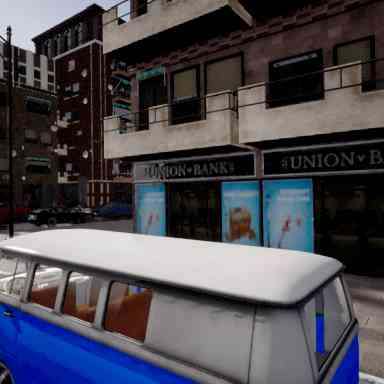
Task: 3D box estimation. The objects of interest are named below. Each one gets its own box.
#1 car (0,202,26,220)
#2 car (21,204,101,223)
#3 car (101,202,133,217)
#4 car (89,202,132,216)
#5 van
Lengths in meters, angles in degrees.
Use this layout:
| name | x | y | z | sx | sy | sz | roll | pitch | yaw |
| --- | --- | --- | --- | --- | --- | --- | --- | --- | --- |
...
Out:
| name | x | y | z | sx | sy | sz | roll | pitch | yaw |
| --- | --- | --- | --- | --- | --- | --- | --- | --- | --- |
| car | -15.479 | 1.609 | 27.310 | 1.967 | 1.590 | 4.097 | -2 | -1 | 36 |
| car | -8.708 | 1.583 | 22.369 | 1.947 | 1.339 | 4.313 | -2 | -1 | 36 |
| car | -7.595 | 1.725 | 33.720 | 2.033 | 1.411 | 5.357 | -1 | -1 | 36 |
| car | -8.837 | 1.798 | 36.421 | 1.947 | 1.339 | 4.313 | -2 | -1 | 36 |
| van | -0.534 | 1.342 | 3.231 | 3.998 | 1.788 | 1.690 | 0 | -1 | 35 |
